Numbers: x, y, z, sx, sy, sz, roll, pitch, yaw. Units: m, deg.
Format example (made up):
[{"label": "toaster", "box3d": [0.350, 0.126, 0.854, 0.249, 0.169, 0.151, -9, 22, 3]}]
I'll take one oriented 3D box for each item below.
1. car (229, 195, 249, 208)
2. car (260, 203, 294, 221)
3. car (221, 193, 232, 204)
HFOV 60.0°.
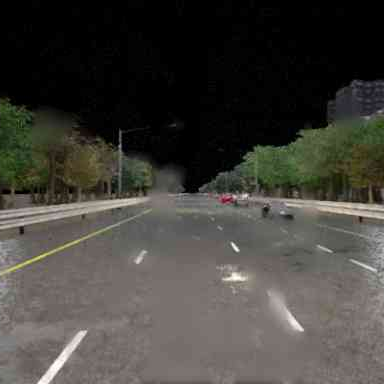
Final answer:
[{"label": "car", "box3d": [7.074, 1.538, 48.470, 2.128, 1.511, 4.902, 0, 0, 0]}, {"label": "car", "box3d": [7.017, 1.586, 27.771, 1.994, 1.385, 4.181, 0, 0, 0]}, {"label": "car", "box3d": [7.166, 1.297, 68.502, 2.150, 2.045, 5.566, 0, 0, 0]}]
